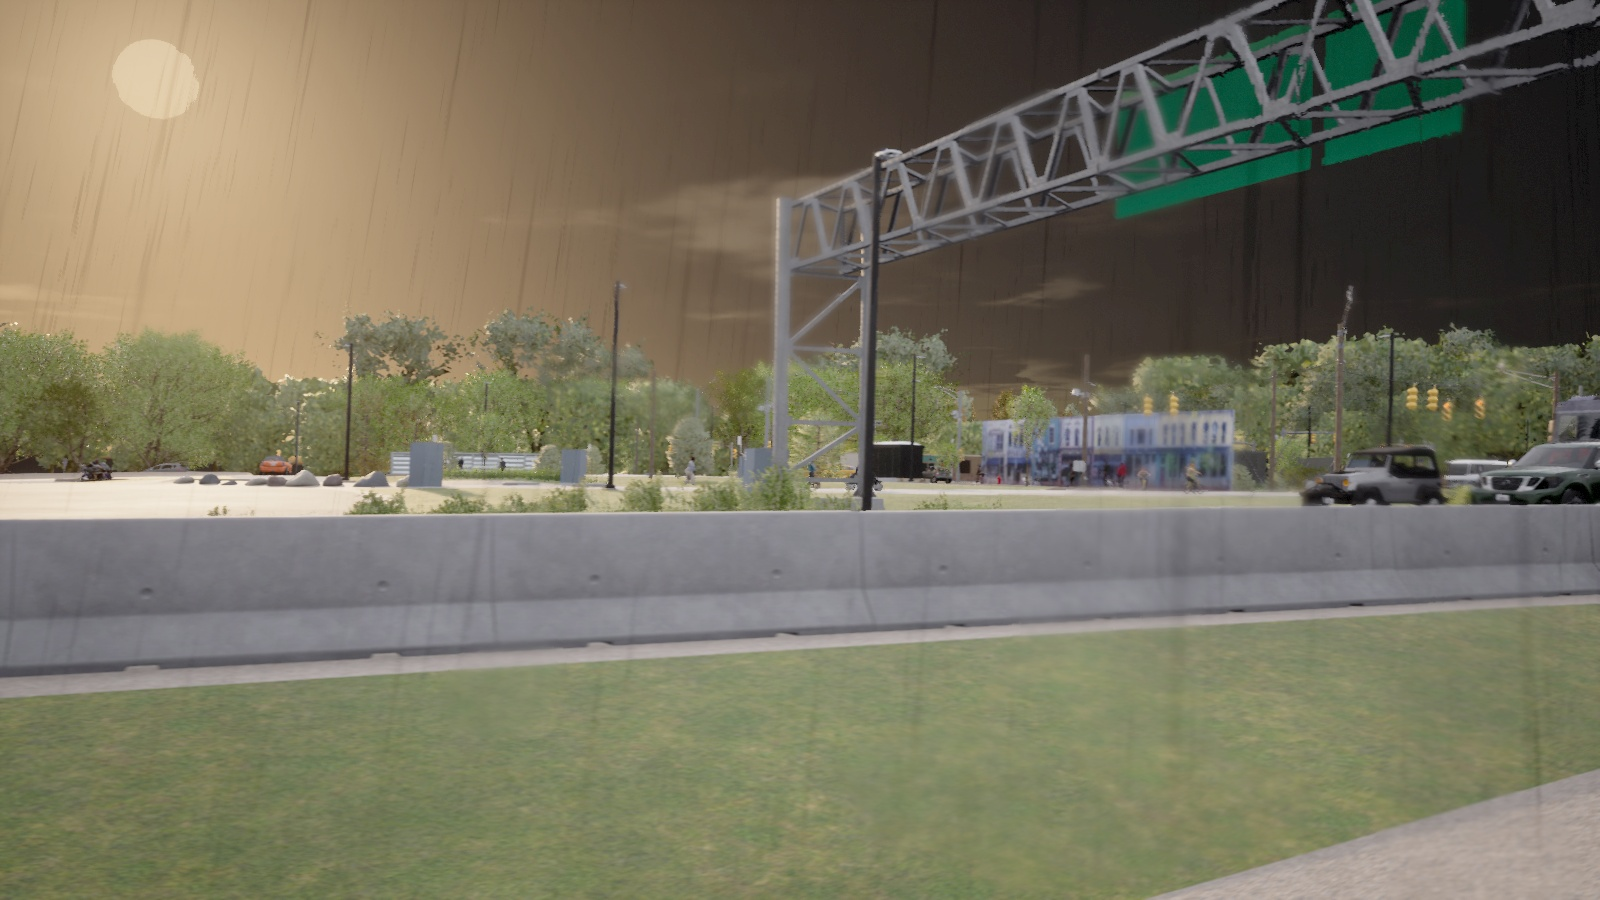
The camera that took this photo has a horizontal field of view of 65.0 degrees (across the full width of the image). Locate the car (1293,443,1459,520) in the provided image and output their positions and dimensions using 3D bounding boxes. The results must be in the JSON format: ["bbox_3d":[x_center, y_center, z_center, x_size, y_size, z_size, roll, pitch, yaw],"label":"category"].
[{"bbox_3d":[14.909,0.802,32.502,3.866,1.878,1.905,1,-1,-26],"label":"car"}]

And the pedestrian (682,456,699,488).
[{"bbox_3d":[-6.342,1.281,73.031,0.900,1.855,0.874,2,-1,-3],"label":"pedestrian"}]

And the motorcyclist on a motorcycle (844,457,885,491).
[{"bbox_3d":[3.039,1.136,58.996,1.817,1.590,0.866,1,-2,-3],"label":"motorcyclist on a motorcycle"}]

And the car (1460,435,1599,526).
[{"bbox_3d":[18.913,0.726,30.568,5.566,2.045,2.150,1,-1,-26],"label":"car"}]

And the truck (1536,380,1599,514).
[{"bbox_3d":[26.494,-0.035,38.194,8.468,3.827,2.891,1,-1,-26],"label":"truck"}]

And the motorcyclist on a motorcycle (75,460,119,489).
[{"bbox_3d":[-39.971,1.410,71.409,2.191,1.530,0.866,-2,1,18],"label":"motorcyclist on a motorcycle"}]
